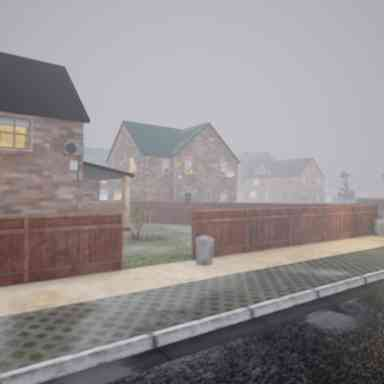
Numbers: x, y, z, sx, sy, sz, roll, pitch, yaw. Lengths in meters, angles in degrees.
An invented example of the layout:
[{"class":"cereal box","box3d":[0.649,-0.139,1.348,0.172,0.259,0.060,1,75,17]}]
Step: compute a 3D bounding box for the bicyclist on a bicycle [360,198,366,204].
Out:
[{"class":"bicyclist on a bicycle","box3d":[19.741,1.570,38.520,1.656,1.620,0.582,1,0,-36]}]
